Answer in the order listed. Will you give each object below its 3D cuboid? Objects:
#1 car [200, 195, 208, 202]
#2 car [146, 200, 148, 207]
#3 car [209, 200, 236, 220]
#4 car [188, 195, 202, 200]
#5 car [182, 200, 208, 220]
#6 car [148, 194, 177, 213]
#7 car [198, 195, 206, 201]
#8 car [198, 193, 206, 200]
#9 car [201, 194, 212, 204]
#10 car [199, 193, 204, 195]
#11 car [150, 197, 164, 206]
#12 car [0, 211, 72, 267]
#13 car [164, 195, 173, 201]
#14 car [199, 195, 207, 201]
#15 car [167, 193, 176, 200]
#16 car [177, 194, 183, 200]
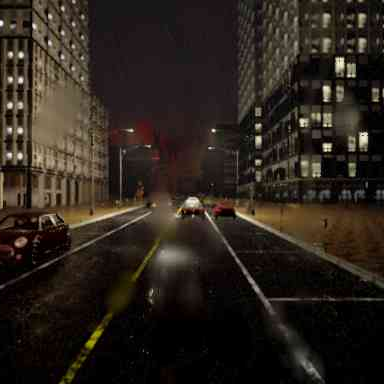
[{"bbox_3d":[2.697,1.517,76.819,1.752,1.417,4.829,1,0,0],"label":"car"},{"bbox_3d":[-5.682,1.558,49.394,1.947,1.339,4.313,1,0,0],"label":"car"},{"bbox_3d":[2.701,1.577,28.118,1.802,1.307,4.206,1,0,0],"label":"car"},{"bbox_3d":[0.096,1.518,45.218,1.812,1.442,4.674,0,0,0],"label":"car"},{"bbox_3d":[0.097,1.595,28.393,1.895,1.301,4.718,0,0,0],"label":"car"},{"bbox_3d":[-3.097,1.345,35.904,2.097,1.767,4.553,0,0,0],"label":"car"},{"bbox_3d":[2.695,1.557,87.528,1.947,1.339,4.313,1,0,0],"label":"car"},{"bbox_3d":[2.772,1.307,92.964,2.192,1.841,5.009,1,0,0],"label":"car"},{"bbox_3d":[2.699,1.517,55.060,1.752,1.417,4.829,1,0,0],"label":"car"},{"bbox_3d":[2.697,1.536,71.209,1.887,1.381,4.507,1,0,0],"label":"car"},{"bbox_3d":[-5.682,1.536,54.840,1.887,1.381,4.507,1,0,0],"label":"car"},{"bbox_3d":[-5.642,1.437,11.258,1.967,1.590,4.097,1,0,0],"label":"car"},{"bbox_3d":[-5.685,1.536,82.069,1.887,1.381,4.507,1,0,0],"label":"car"},{"bbox_3d":[2.696,1.557,82.089,1.947,1.339,4.313,1,0,0],"label":"car"},{"bbox_3d":[-5.754,1.307,92.957,2.192,1.841,5.009,1,0,0],"label":"car"},{"bbox_3d":[-3.008,1.210,76.566,1.837,1.490,4.892,0,0,0],"label":"car"}]
